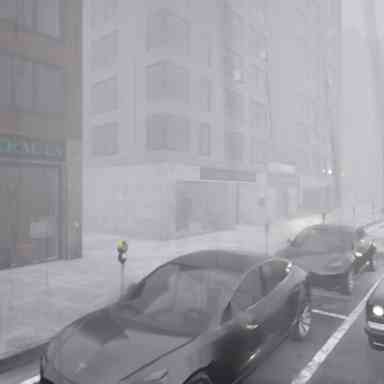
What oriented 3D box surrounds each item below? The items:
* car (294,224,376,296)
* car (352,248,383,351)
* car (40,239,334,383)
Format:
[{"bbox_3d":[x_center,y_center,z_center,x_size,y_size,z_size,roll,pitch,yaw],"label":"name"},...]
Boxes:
[{"bbox_3d":[3.663,1.567,8.848,1.947,1.339,4.313,0,0,38],"label":"car"},{"bbox_3d":[4.264,1.603,5.477,1.895,1.301,4.718,0,0,38],"label":"car"},{"bbox_3d":[0.243,1.565,4.508,1.947,1.339,4.313,0,0,38],"label":"car"}]
